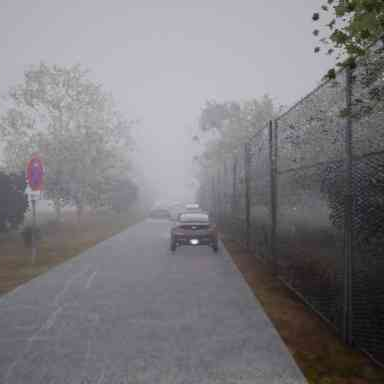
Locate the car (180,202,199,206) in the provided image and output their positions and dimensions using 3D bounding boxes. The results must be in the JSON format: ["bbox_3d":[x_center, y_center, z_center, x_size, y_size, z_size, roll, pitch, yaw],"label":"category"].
[{"bbox_3d":[0.029,1.792,31.680,1.812,1.442,4.674,0,-1,0],"label":"car"}]

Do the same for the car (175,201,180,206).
[{"bbox_3d":[-3.128,2.792,72.910,1.882,1.535,5.008,0,-2,-1],"label":"car"}]

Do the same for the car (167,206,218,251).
[{"bbox_3d":[0.084,1.564,14.459,1.837,1.490,4.892,0,0,0],"label":"car"}]

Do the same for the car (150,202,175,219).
[{"bbox_3d":[-2.921,1.782,32.324,1.837,1.490,4.892,0,-1,0],"label":"car"}]
